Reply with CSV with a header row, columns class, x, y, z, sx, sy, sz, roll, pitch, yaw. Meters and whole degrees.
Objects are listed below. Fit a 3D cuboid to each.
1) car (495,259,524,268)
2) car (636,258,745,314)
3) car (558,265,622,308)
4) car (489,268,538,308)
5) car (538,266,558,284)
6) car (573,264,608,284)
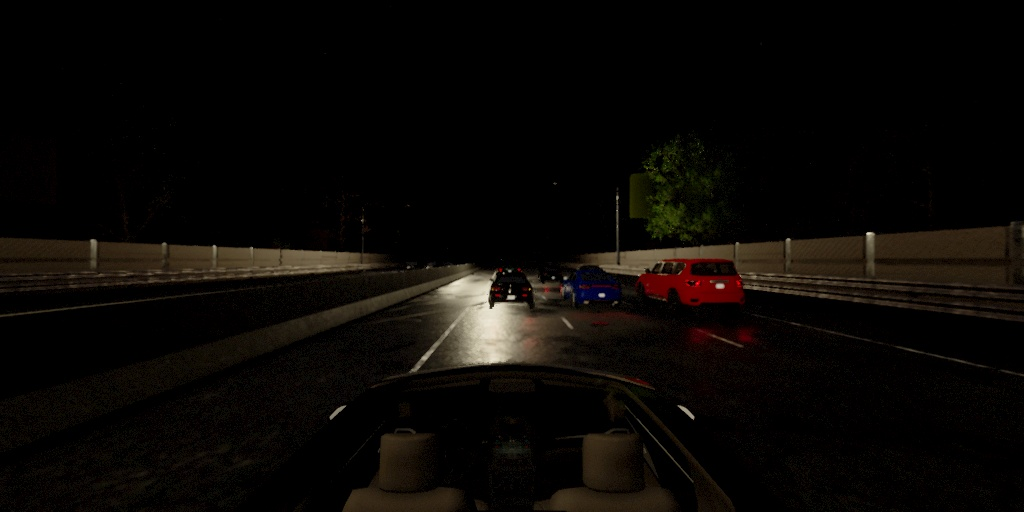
class,x,y,z,sx,sy,sz,roll,pitch,yaw
car,-0.202,1.268,29.680,2.150,2.045,5.566,0,0,-1
car,6.969,1.112,14.692,2.150,2.045,5.566,0,0,0
car,3.470,1.381,16.309,1.882,1.535,5.008,0,0,0
car,-0.031,1.424,15.936,1.812,1.442,4.674,0,0,0
car,3.287,1.584,31.039,1.812,1.442,4.674,0,0,-1
car,6.783,1.541,31.436,1.882,1.535,5.008,0,0,-1
